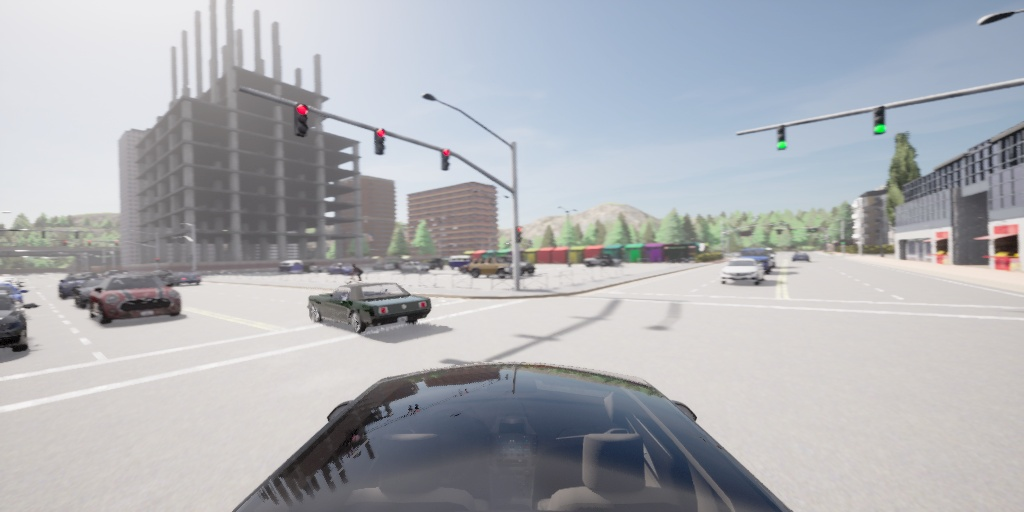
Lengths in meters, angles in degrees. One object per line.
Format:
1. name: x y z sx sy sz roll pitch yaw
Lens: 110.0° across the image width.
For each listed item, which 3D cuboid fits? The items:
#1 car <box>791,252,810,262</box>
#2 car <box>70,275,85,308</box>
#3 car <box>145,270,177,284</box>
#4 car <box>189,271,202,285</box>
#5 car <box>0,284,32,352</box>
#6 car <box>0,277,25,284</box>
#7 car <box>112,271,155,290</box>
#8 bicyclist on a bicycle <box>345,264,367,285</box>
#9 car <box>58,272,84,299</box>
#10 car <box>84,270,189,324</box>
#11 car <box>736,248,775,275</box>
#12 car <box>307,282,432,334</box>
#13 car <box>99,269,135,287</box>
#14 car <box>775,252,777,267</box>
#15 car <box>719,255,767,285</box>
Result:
1. car: 39.900 0.141 49.562 1.994 1.385 4.181 -2 0 38
2. car: -22.151 1.906 19.440 4.674 1.442 1.812 -2 0 36
3. car: -40.916 2.416 41.775 4.892 1.490 1.837 -2 0 36
4. car: -32.993 2.233 36.100 5.357 1.411 2.033 -2 0 37
5. car: -13.781 1.649 9.044 4.892 1.490 1.837 -2 0 36
6. car: -21.297 1.836 14.486 5.008 1.535 1.882 -2 0 36
7. car: -35.572 2.252 33.651 4.902 1.511 2.128 -2 0 36
8. bicyclist on a bicycle: -10.730 1.351 24.709 0.582 1.620 1.656 -2 0 36
9. car: -30.225 1.962 25.286 4.553 1.767 2.097 -2 0 36
10. car: -14.931 1.526 14.196 4.553 1.767 2.097 -2 0 36
11. car: 19.739 0.389 29.220 2.150 2.045 5.566 -2 0 38
12. car: -4.638 1.480 11.210 4.718 1.301 1.895 -2 0 41
13. car: -42.947 2.323 38.922 4.553 1.767 2.097 -2 0 36
14. car: 26.205 0.199 37.503 2.150 2.045 5.566 -2 0 38
15. car: 13.776 0.869 21.391 1.812 1.442 4.674 -2 0 39
